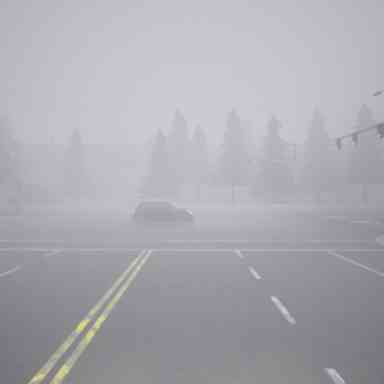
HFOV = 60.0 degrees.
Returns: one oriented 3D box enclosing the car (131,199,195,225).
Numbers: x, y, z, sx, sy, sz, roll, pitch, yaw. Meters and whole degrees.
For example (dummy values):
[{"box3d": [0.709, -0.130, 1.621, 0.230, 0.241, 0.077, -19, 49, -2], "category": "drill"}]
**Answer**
[{"box3d": [-2.078, 1.433, 24.549, 4.553, 1.767, 2.097, 0, 0, 0], "category": "car"}]
